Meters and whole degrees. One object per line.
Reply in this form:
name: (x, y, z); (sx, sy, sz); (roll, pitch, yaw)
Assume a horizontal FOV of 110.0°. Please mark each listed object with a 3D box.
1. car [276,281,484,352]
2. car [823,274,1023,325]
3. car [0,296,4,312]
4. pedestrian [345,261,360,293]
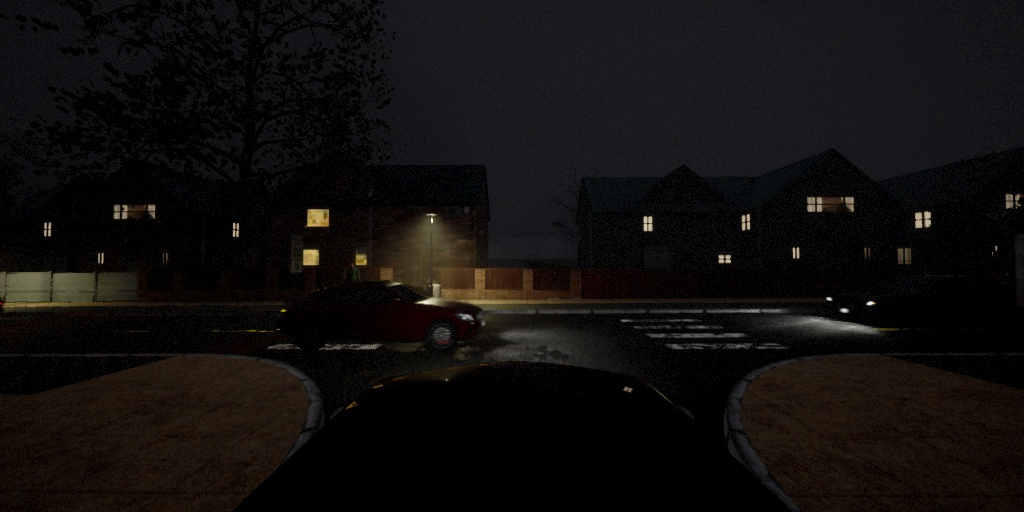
car: (-3.013, 1.319, 8.505); (4.674, 1.442, 1.812); (0, -1, 2)
car: (12.902, 1.270, 10.981); (5.357, 1.411, 2.033); (0, -1, 2)
car: (-20.001, 1.566, 11.965); (4.674, 1.442, 1.812); (-1, -1, 2)
pedestrian: (-6.467, 1.113, 14.482); (0.375, 1.860, 0.375); (0, -1, 2)
